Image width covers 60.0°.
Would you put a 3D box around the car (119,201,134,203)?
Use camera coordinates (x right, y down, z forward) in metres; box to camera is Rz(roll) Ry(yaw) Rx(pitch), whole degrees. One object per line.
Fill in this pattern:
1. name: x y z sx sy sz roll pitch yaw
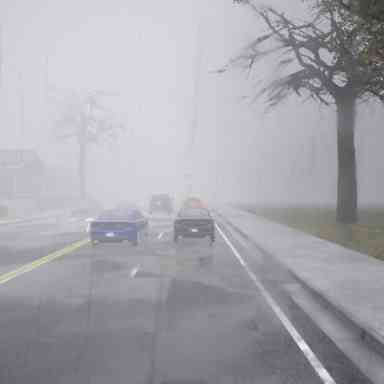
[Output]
1. car: -6.596 1.563 33.415 1.994 1.385 4.181 0 0 0

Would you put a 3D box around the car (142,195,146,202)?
1. car: -9.757 1.370 72.937 1.837 1.490 4.892 0 0 0

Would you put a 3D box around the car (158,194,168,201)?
1. car: -6.507 1.242 75.013 1.994 1.385 4.181 0 0 0

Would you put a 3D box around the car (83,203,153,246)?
1. car: -3.150 1.479 15.268 1.882 1.535 5.008 0 0 0

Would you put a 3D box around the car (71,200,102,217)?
1. car: -9.847 1.505 31.495 1.837 1.490 4.892 0 0 0

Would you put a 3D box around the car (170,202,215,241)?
1. car: 0.099 1.479 16.615 1.882 1.535 5.008 0 0 0

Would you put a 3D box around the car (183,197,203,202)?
1. car: 0.100 1.351 34.965 2.097 1.767 4.553 0 0 0

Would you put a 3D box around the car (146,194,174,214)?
1. car: -3.153 1.220 34.755 2.150 2.045 5.566 0 0 0
